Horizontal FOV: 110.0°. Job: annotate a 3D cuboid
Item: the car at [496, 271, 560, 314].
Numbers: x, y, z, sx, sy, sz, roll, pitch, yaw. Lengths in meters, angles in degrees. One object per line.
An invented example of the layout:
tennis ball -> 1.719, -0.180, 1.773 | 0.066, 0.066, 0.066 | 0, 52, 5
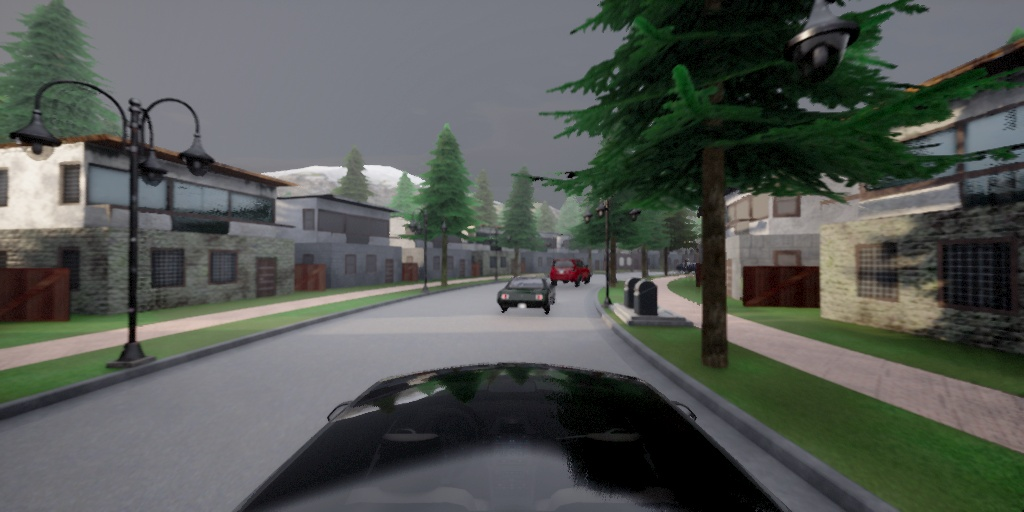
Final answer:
car -> 0.777, 1.491, 14.757 | 1.895, 1.301, 4.718 | 0, -1, 11

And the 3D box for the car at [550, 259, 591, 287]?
car -> 4.621, 1.256, 28.044 | 2.150, 2.045, 5.566 | 0, 0, 24
